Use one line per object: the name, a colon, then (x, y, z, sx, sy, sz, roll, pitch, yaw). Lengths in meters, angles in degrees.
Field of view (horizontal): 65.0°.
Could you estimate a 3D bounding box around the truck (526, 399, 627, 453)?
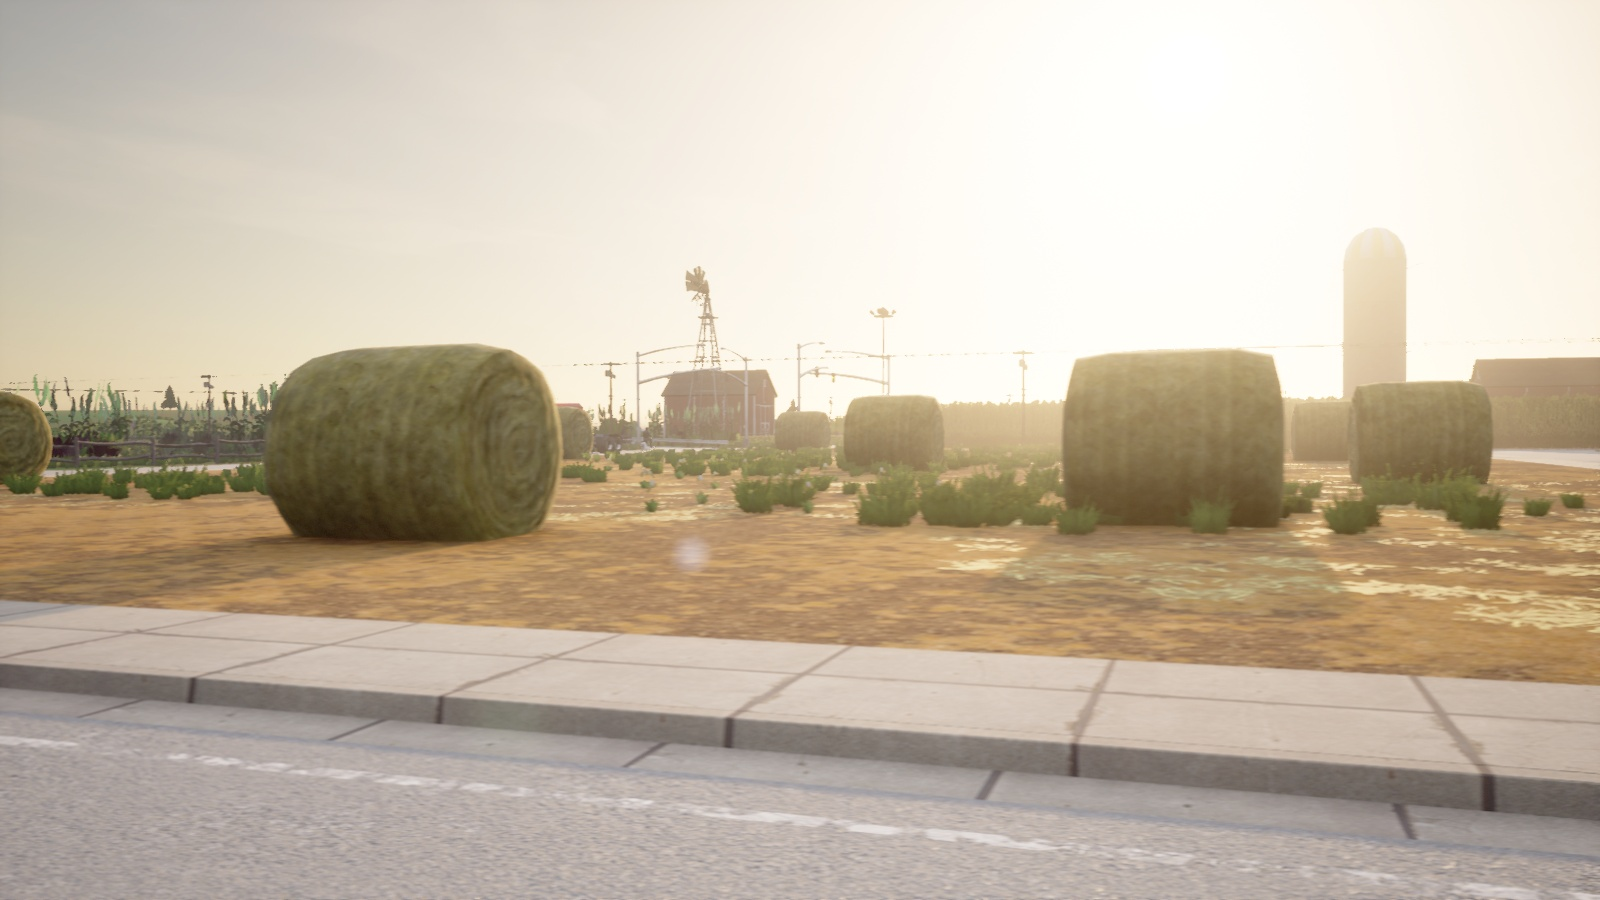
truck: (-14.830, -1.595, 83.999, 2.891, 3.462, 7.936, 1, 1, 21)
